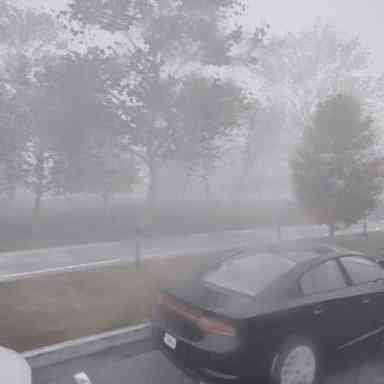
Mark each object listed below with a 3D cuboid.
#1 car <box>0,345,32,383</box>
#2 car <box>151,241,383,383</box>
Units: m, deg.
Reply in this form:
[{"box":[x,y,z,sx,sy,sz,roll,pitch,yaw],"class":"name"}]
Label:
[{"box":[-3.306,1.538,1.578,4.674,1.452,2.002,0,-1,-35],"class":"car"},{"box":[1.828,1.506,5.114,5.008,1.535,2.097,-1,0,-33],"class":"car"}]
